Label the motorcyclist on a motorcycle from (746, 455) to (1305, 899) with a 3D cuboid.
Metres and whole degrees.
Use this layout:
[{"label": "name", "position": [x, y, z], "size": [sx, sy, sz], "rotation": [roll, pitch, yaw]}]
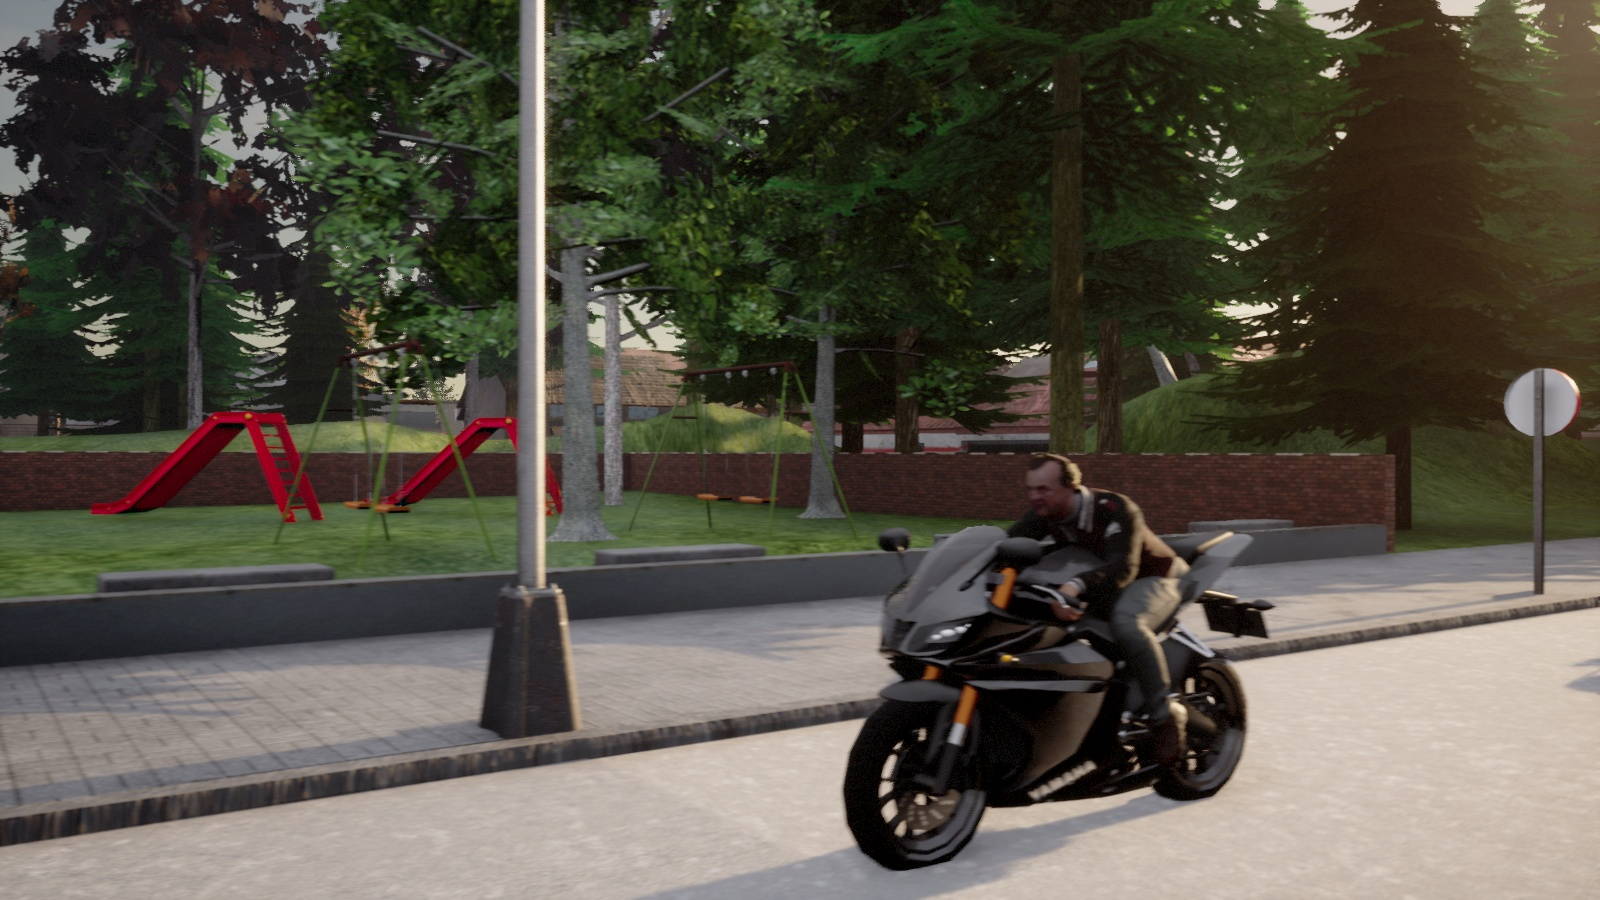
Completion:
[{"label": "motorcyclist on a motorcycle", "position": [0.947, 0.790, 4.939], "size": [2.191, 1.530, 0.866], "rotation": [0, 0, -35]}]
